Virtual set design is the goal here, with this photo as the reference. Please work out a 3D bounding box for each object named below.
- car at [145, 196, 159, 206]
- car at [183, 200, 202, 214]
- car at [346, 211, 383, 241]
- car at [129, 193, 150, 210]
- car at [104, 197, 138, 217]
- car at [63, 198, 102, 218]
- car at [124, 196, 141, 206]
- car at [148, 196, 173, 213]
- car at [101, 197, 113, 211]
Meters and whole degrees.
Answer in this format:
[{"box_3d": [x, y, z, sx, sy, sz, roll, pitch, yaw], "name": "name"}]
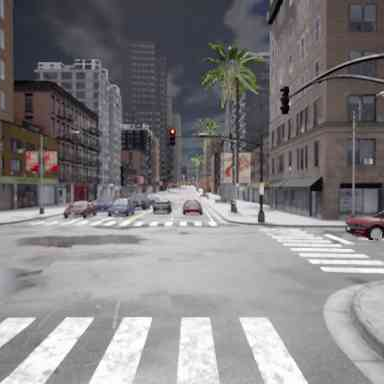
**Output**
[{"box_3d": [-6.658, 1.427, 55.760, 1.882, 1.535, 5.008, 0, 1, 0], "name": "car"}, {"box_3d": [0.050, 1.541, 35.154, 1.994, 1.385, 4.181, 0, 0, 0], "name": "car"}, {"box_3d": [10.288, 1.563, 16.492, 5.008, 1.535, 1.882, 0, 1, 1], "name": "car"}, {"box_3d": [-6.656, 1.195, 41.724, 2.150, 2.045, 5.566, 0, 0, 0], "name": "car"}, {"box_3d": [-6.647, 1.505, 31.609, 1.812, 1.442, 4.674, 0, 0, 0], "name": "car"}, {"box_3d": [-9.891, 1.506, 29.826, 1.812, 1.442, 4.674, 0, 0, 0], "name": "car"}, {"box_3d": [-9.911, 1.428, 55.399, 1.882, 1.535, 5.008, 0, 0, 0], "name": "car"}, {"box_3d": [-3.204, 1.467, 36.810, 2.128, 1.511, 4.902, 0, 0, 0], "name": "car"}, {"box_3d": [-9.901, 1.328, 38.820, 2.097, 1.767, 4.553, 0, 0, 0], "name": "car"}]
